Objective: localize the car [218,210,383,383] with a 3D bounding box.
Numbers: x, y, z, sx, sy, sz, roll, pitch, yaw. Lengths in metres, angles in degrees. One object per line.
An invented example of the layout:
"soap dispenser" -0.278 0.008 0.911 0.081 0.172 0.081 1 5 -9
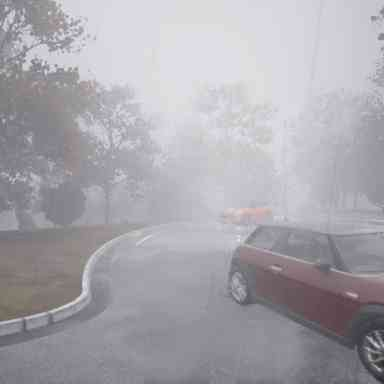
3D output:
"car" 2.543 1.352 5.559 2.097 1.767 4.553 0 0 -26

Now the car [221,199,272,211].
"car" 3.861 1.351 23.758 2.097 1.767 4.553 0 0 44

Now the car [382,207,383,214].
"car" 19.640 1.476 29.400 5.008 1.535 1.882 0 0 16
